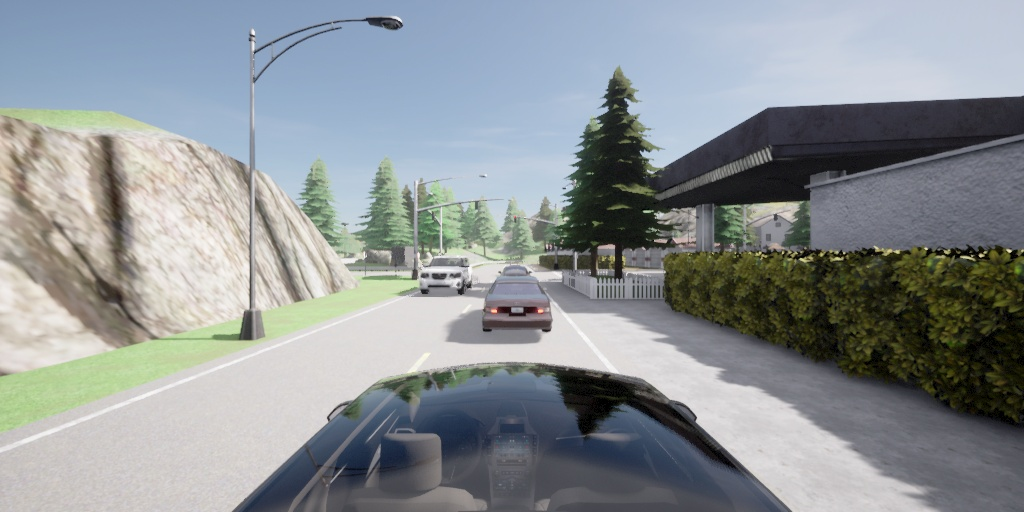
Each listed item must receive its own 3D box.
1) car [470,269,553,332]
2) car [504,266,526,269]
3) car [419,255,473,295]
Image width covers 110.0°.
[{"bbox_3d":[0.135,1.295,10.801,2.033,1.411,5.357,0,0,0],"label":"car"},{"bbox_3d":[0.180,1.271,20.387,1.812,1.442,4.674,0,0,0],"label":"car"},{"bbox_3d":[-3.474,0.969,19.921,2.150,2.045,5.566,0,0,1],"label":"car"}]
